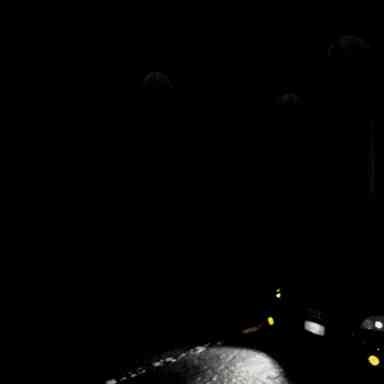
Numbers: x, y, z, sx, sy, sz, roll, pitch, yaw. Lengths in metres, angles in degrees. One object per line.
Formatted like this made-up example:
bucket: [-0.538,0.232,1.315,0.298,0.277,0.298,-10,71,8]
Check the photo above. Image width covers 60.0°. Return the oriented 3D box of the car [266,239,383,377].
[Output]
car: [3.136,1.512,5.408,4.181,1.385,1.994,-1,0,-37]
